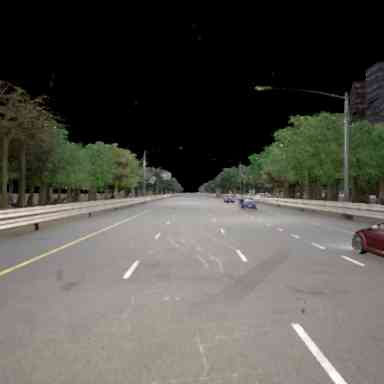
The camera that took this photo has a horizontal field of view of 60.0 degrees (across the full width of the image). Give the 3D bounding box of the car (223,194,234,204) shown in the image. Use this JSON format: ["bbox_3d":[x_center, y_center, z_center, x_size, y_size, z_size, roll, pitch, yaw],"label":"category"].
[{"bbox_3d":[7.075,1.584,65.176,1.895,1.301,4.718,0,0,0],"label":"car"}]

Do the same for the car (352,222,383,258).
[{"bbox_3d":[6.999,1.567,10.809,1.994,1.385,4.181,0,0,0],"label":"car"}]

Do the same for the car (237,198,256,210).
[{"bbox_3d":[7.041,1.525,42.706,1.812,1.442,4.674,0,0,0],"label":"car"}]
